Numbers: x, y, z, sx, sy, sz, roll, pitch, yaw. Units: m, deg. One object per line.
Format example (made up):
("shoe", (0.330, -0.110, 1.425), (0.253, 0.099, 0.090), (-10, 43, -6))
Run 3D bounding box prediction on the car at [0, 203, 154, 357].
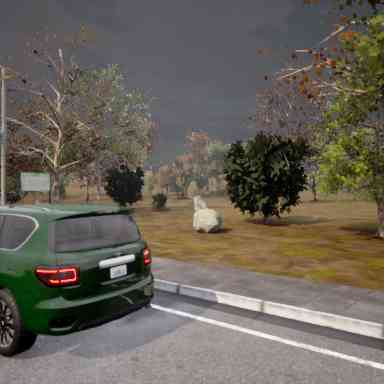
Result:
("car", (-3.230, 1.221, 6.279), (5.566, 2.045, 2.150), (0, 0, 35))
